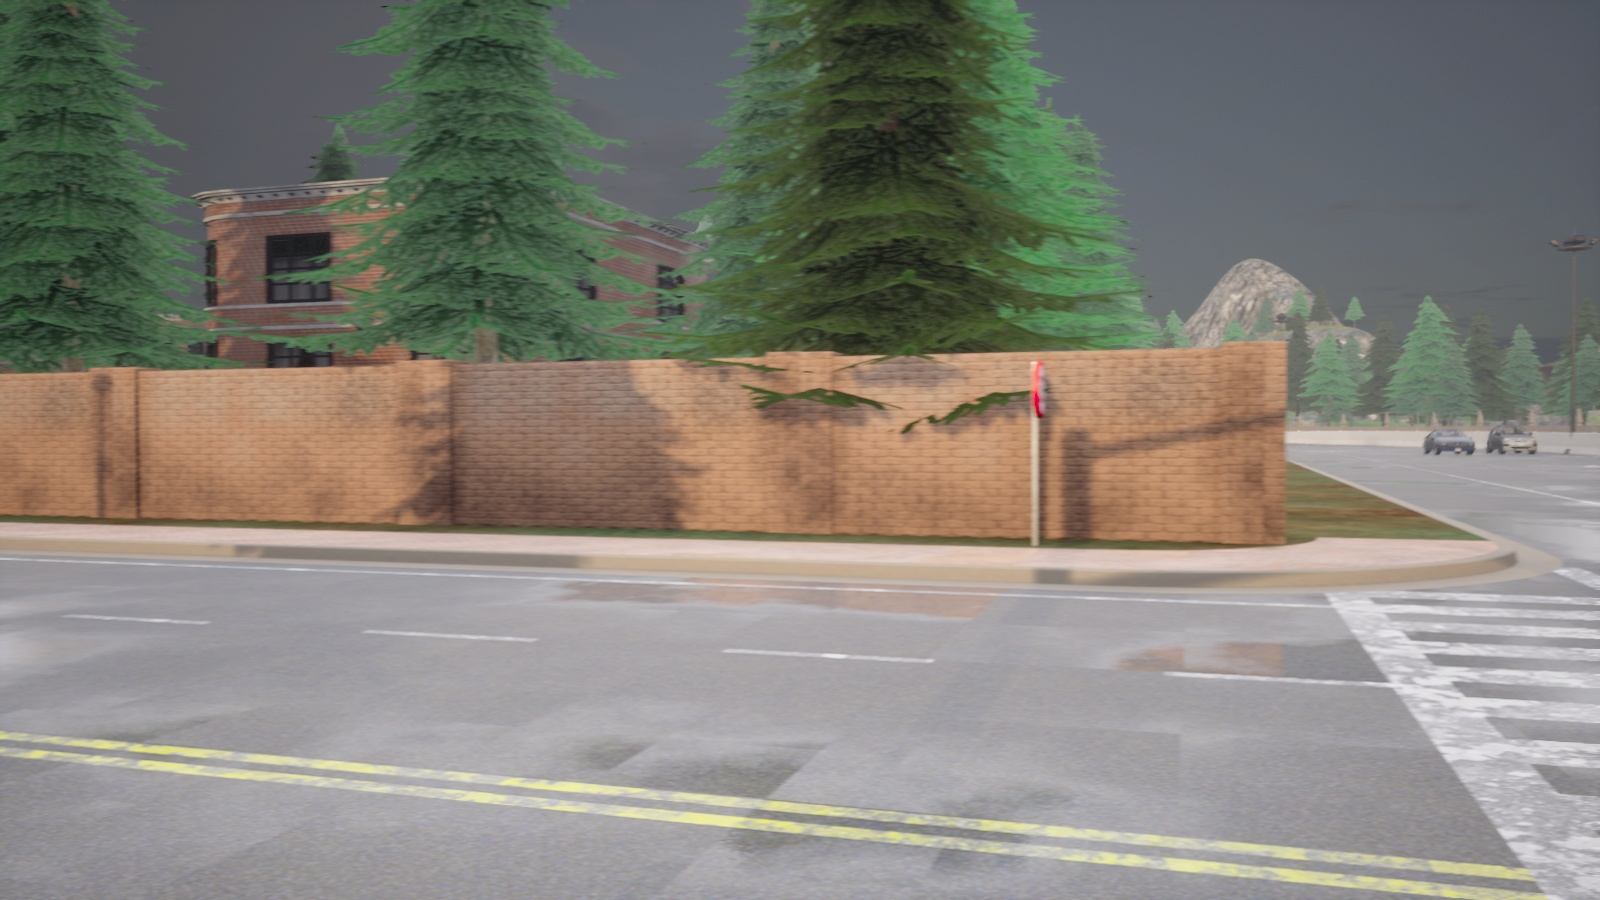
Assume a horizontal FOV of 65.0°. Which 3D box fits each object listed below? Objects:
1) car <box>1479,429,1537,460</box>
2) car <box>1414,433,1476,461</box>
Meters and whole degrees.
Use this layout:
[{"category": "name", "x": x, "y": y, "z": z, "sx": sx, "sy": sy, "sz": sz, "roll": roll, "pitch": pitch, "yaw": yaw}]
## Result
[{"category": "car", "x": 38.892, "y": -0.339, "z": 69.045, "sx": 1.851, "sy": 1.617, "sz": 3.988, "roll": 1, "pitch": 1, "yaw": 16}, {"category": "car", "x": 35.098, "y": -0.194, "z": 68.466, "sx": 2.033, "sy": 1.411, "sz": 5.357, "roll": 1, "pitch": 1, "yaw": 17}]
